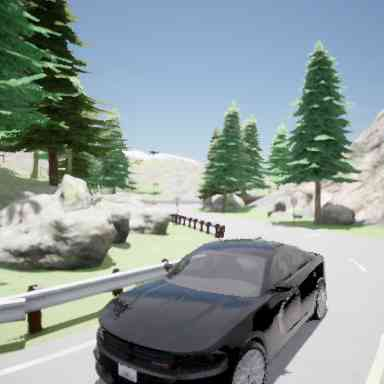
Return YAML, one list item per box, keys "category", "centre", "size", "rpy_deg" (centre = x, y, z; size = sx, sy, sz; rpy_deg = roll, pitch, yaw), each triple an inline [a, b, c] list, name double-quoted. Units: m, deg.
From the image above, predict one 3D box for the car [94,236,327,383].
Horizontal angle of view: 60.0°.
- category: "car"
  centre: [0.768, 1.552, 5.355]
  size: [1.882, 1.535, 5.008]
  rpy_deg: [1, 0, 34]
